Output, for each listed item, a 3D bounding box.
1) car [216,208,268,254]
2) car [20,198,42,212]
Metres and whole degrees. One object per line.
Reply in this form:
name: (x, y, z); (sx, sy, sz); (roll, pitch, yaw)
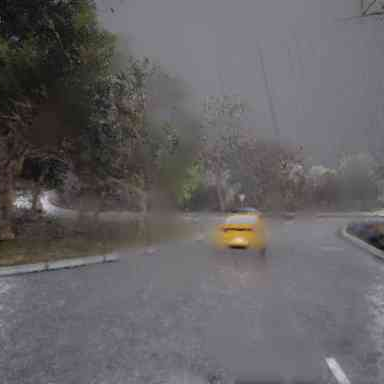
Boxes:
car: (2.238, 1.663, 14.537); (1.882, 1.535, 5.008); (0, -1, 12)
car: (-23.645, 1.850, 48.889); (2.150, 2.045, 5.566); (1, 0, -38)
